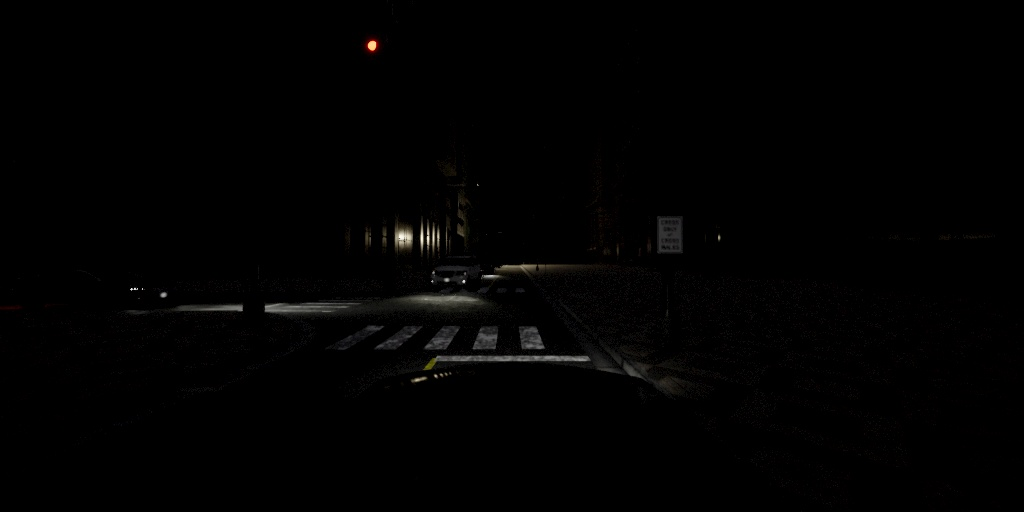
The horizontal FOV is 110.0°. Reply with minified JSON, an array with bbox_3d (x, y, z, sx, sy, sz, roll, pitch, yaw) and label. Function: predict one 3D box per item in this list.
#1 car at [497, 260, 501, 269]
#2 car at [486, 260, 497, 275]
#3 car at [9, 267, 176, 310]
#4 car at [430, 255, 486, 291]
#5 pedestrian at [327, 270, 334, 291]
[{"bbox_3d":[-2.887,1.422,61.007,2.033,1.411,5.357,0,0,1],"label":"car"},{"bbox_3d":[-3.010,1.352,39.462,1.994,1.385,4.181,0,0,0],"label":"car"},{"bbox_3d":[-15.476,1.175,13.413,4.902,1.511,2.128,0,-1,0],"label":"car"},{"bbox_3d":[-3.333,0.977,22.564,2.150,2.045,5.566,0,0,6],"label":"car"},{"bbox_3d":[-9.967,0.974,19.633,0.375,1.860,0.375,0,-1,0],"label":"pedestrian"}]
